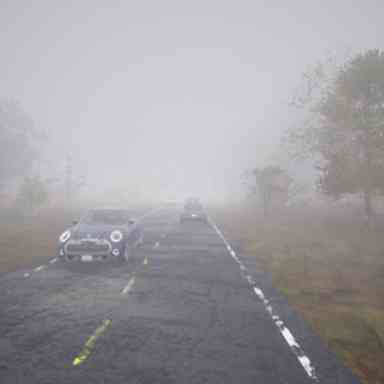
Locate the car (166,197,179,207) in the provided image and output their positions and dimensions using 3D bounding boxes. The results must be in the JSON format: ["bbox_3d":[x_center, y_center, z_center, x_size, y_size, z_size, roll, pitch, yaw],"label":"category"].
[{"bbox_3d":[-3.071,1.499,52.395,1.882,1.535,5.008,0,0,0],"label":"car"}]

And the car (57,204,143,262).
[{"bbox_3d":[-3.099,1.357,12.074,2.097,1.767,4.553,0,0,0],"label":"car"}]

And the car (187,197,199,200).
[{"bbox_3d":[0.101,1.369,42.437,2.097,1.767,4.553,0,0,0],"label":"car"}]

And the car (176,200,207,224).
[{"bbox_3d":[0.101,1.574,24.848,1.994,1.385,4.181,0,0,0],"label":"car"}]
